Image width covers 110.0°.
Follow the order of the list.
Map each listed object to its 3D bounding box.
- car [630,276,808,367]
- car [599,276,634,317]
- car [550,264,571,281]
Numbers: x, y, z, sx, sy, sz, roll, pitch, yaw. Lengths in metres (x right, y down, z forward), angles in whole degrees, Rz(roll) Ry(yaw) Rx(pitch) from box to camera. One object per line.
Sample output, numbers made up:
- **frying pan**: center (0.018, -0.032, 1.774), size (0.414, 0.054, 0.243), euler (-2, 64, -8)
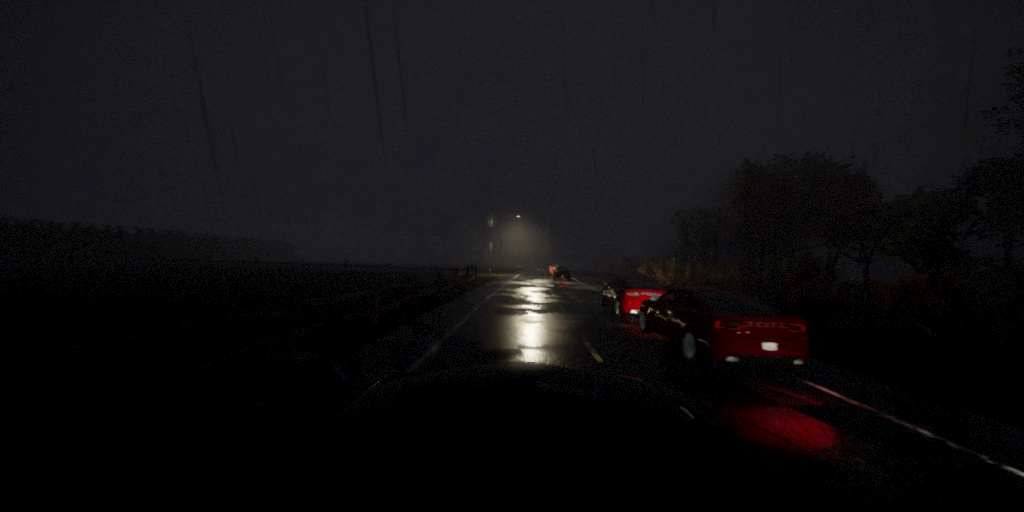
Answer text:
- **car**: center (4.671, 1.483, 8.830), size (1.882, 1.535, 5.008), euler (2, -1, 2)
- **car**: center (4.935, 1.562, 14.804), size (1.882, 1.535, 5.008), euler (2, -1, 3)
- **car**: center (5.507, 1.896, 39.956), size (1.837, 1.490, 4.892), euler (2, -1, 5)
